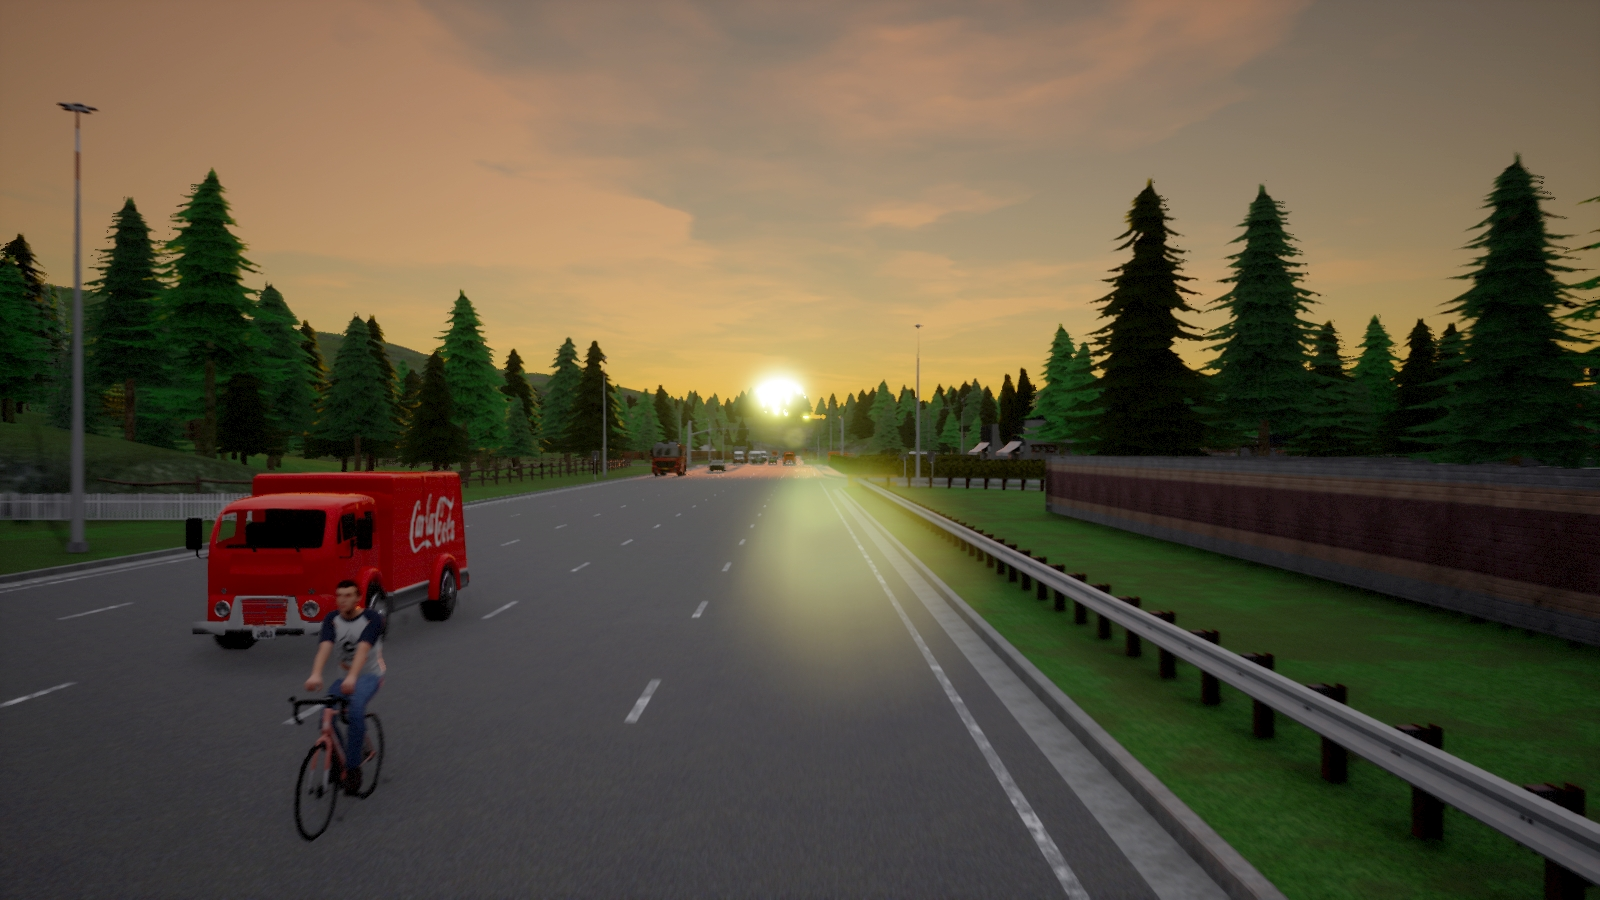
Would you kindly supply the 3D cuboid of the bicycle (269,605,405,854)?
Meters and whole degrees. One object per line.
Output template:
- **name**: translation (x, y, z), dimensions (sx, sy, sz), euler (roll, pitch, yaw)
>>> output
- **bicycle**: translation (-3.501, 2.056, 8.760), dimensions (0.373, 1.496, 1.643), euler (0, 0, 0)

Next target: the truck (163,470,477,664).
- **truck**: translation (-7.002, 1.570, 17.527), dimensions (2.627, 2.467, 5.204), euler (0, 0, 0)
